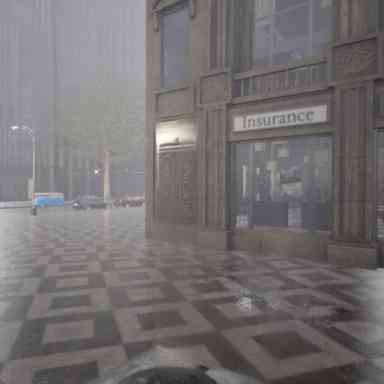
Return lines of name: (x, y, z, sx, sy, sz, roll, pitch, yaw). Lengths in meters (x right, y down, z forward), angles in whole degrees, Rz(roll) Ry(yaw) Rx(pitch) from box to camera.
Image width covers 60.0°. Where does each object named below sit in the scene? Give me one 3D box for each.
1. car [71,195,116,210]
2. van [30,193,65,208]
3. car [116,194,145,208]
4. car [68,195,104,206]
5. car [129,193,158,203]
car: (-10.747, 1.279, 35.820, 1.947, 1.339, 4.313, 1, 2, 36)
van: (-17.667, 0.987, 40.794, 1.690, 1.788, 3.998, 1, 1, 36)
car: (-7.462, 1.188, 40.376, 1.887, 1.381, 4.507, 2, 2, 36)
car: (-14.384, 1.127, 45.354, 2.008, 1.369, 4.403, 1, 2, 36)
car: (-7.910, 0.948, 54.332, 1.752, 1.417, 4.829, 2, 2, 36)
